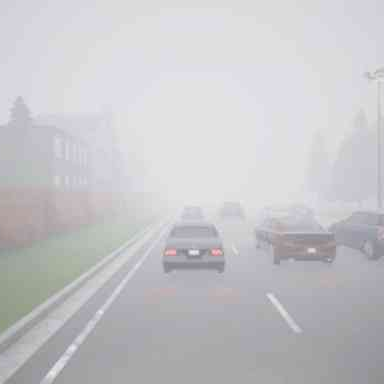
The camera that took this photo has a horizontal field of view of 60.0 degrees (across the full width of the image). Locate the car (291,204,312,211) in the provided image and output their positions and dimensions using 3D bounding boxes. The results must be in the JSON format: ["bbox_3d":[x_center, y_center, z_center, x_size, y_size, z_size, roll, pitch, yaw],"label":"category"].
[{"bbox_3d":[10.595,1.873,33.458,1.994,1.385,4.181,0,0,0],"label":"car"}]

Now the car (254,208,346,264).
[{"bbox_3d":[3.573,1.592,12.356,1.882,1.535,5.008,0,0,0],"label":"car"}]

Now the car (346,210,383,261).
[{"bbox_3d":[7.076,1.475,12.977,2.097,1.767,4.553,0,0,0],"label":"car"}]

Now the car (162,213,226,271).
[{"bbox_3d":[0.067,1.652,11.210,2.033,1.411,5.357,0,0,0],"label":"car"}]

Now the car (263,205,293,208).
[{"bbox_3d":[7.085,1.873,29.451,1.895,1.301,4.718,0,-1,0],"label":"car"}]

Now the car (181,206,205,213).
[{"bbox_3d":[0.069,1.790,26.211,2.033,1.411,5.357,0,0,0],"label":"car"}]

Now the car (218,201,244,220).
[{"bbox_3d":[3.589,1.641,31.377,2.097,1.767,4.553,0,-1,0],"label":"car"}]
